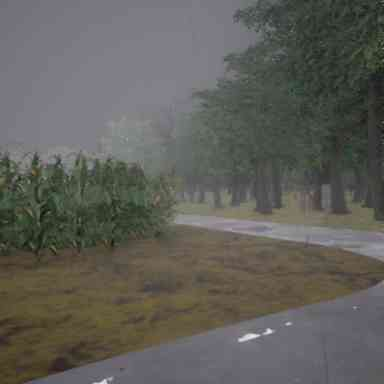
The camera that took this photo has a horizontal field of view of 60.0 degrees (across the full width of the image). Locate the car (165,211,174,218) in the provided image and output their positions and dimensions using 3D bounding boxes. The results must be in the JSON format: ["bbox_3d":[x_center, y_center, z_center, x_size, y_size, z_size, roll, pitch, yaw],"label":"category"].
[{"bbox_3d":[-3.673,2.155,37.641,1.812,1.442,4.674,-1,0,-28],"label":"car"}]
